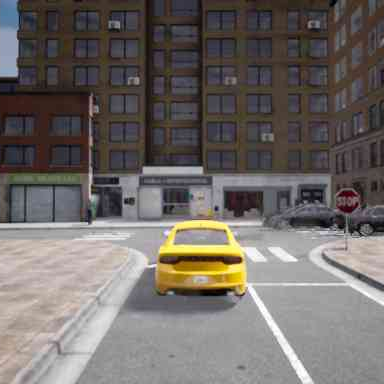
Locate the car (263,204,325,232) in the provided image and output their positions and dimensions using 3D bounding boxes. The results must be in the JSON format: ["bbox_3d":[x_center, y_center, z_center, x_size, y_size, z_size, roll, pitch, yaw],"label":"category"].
[{"bbox_3d":[6.611,1.473,19.405,4.902,1.511,2.128,-1,-1,0],"label":"car"}]

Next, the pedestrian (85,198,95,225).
[{"bbox_3d":[-6.851,1.312,22.358,0.375,1.860,0.375,0,-1,0],"label":"pedestrian"}]

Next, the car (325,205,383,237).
[{"bbox_3d":[9.530,1.398,16.441,4.892,1.490,1.837,-1,-1,0],"label":"car"}]

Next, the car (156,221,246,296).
[{"bbox_3d":[0.239,1.488,8.716,1.882,1.535,5.008,0,0,2],"label":"car"}]
